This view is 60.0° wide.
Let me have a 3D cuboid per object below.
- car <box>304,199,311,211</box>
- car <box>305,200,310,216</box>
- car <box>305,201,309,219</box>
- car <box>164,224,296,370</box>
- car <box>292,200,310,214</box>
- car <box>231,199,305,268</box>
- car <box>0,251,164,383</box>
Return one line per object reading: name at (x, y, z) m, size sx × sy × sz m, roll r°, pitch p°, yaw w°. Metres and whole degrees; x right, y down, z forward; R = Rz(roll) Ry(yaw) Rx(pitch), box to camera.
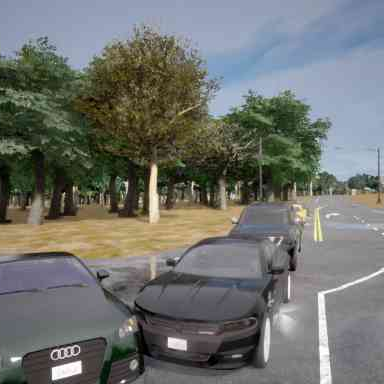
car at (11.285, 1.560, 34.965) m, size 2.097 × 1.767 × 4.553 m, roll -1°, pitch 0°, yaw 21°
car at (9.262, 1.722, 29.588) m, size 1.812 × 1.442 × 4.674 m, roll -1°, pitch 0°, yaw 20°
car at (7.209, 1.662, 24.081) m, size 1.882 × 1.535 × 5.008 m, roll -1°, pitch 0°, yaw 20°
car at (0.730, 1.613, 6.276) m, size 1.882 × 1.535 × 5.008 m, roll -1°, pitch -2°, yaw 21°
car at (13.275, 1.744, 40.177) m, size 1.812 × 1.442 × 4.674 m, roll -1°, pitch 0°, yaw 21°
car at (2.845, 1.458, 12.419) m, size 2.150 × 2.045 × 5.566 m, roll -2°, pitch 0°, yaw 20°
car at (-2.315, 1.643, 4.976) m, size 1.994 × 1.385 × 4.181 m, roll 1°, pitch -2°, yaw -33°
